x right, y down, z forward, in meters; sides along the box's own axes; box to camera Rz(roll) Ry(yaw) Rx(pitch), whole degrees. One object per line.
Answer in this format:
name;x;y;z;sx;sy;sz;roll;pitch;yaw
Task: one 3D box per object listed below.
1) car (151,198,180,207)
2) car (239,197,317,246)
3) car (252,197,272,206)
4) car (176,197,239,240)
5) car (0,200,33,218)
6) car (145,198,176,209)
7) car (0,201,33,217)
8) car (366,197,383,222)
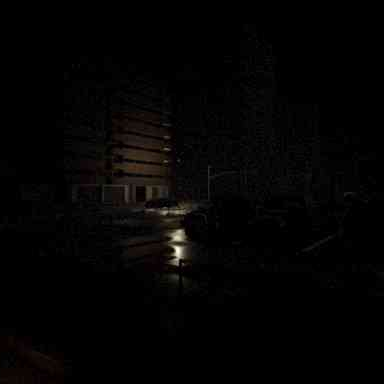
car;-4.115;1.601;51.898;1.895;1.301;4.718;0;0;34
car;3.839;1.156;14.386;1.905;1.878;3.866;0;0;34
car;12.013;1.527;56.807;1.812;1.442;4.674;0;-1;34
car;1.471;1.153;16.052;1.932;1.855;4.605;0;0;34
car;-16.274;1.477;27.562;1.882;1.535;5.008;0;0;34
car;-4.495;1.564;45.097;1.994;1.385;4.181;0;0;34
car;-17.819;1.601;31.541;1.895;1.301;4.718;0;0;34
car;15.862;1.395;27.342;1.970;1.475;3.806;0;0;34
